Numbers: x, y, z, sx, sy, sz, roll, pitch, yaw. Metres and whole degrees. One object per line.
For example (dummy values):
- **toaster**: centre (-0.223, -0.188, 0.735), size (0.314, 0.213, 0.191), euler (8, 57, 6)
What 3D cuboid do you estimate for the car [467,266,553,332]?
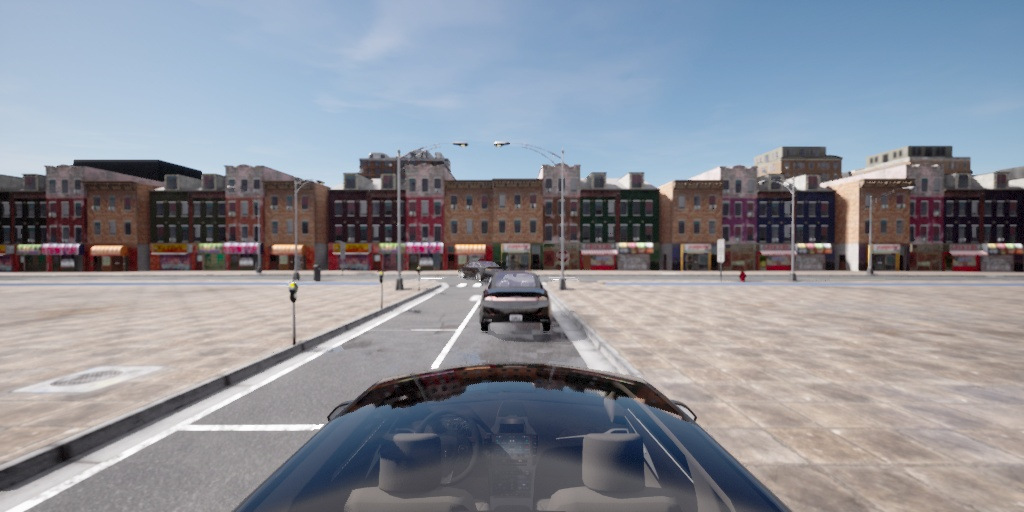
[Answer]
- **car**: centre (0.085, 1.208, 10.707), size (2.128, 1.511, 4.902), euler (0, 0, 0)

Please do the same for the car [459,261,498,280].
- **car**: centre (-2.480, 1.151, 27.865), size (2.128, 1.511, 4.902), euler (0, 1, -33)
